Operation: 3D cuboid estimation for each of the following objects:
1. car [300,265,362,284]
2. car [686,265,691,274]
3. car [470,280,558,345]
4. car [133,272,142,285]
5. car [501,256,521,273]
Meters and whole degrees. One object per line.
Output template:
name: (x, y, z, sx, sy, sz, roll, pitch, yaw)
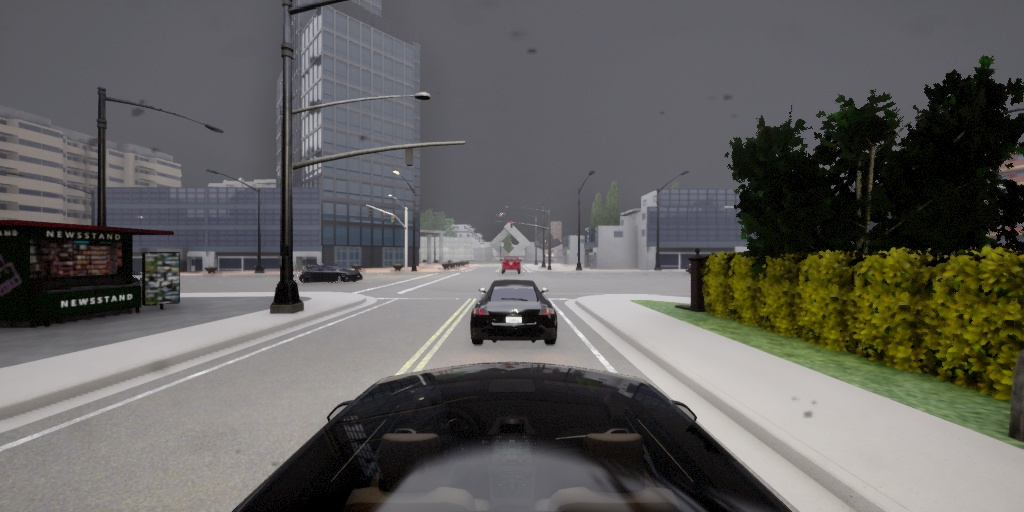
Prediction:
car: (-13.644, 1.393, 27.188, 4.181, 1.385, 1.994, -1, 0, -1)
car: (21.195, 1.177, 38.302, 5.008, 1.535, 1.882, 0, 0, -1)
car: (0.044, 1.314, 9.553, 1.994, 1.385, 4.181, 0, 0, 0)
car: (-30.477, 1.525, 26.967, 4.902, 1.511, 2.128, -1, 0, -1)
car: (-0.101, 0.979, 43.207, 2.150, 2.045, 5.566, 0, 0, 0)
